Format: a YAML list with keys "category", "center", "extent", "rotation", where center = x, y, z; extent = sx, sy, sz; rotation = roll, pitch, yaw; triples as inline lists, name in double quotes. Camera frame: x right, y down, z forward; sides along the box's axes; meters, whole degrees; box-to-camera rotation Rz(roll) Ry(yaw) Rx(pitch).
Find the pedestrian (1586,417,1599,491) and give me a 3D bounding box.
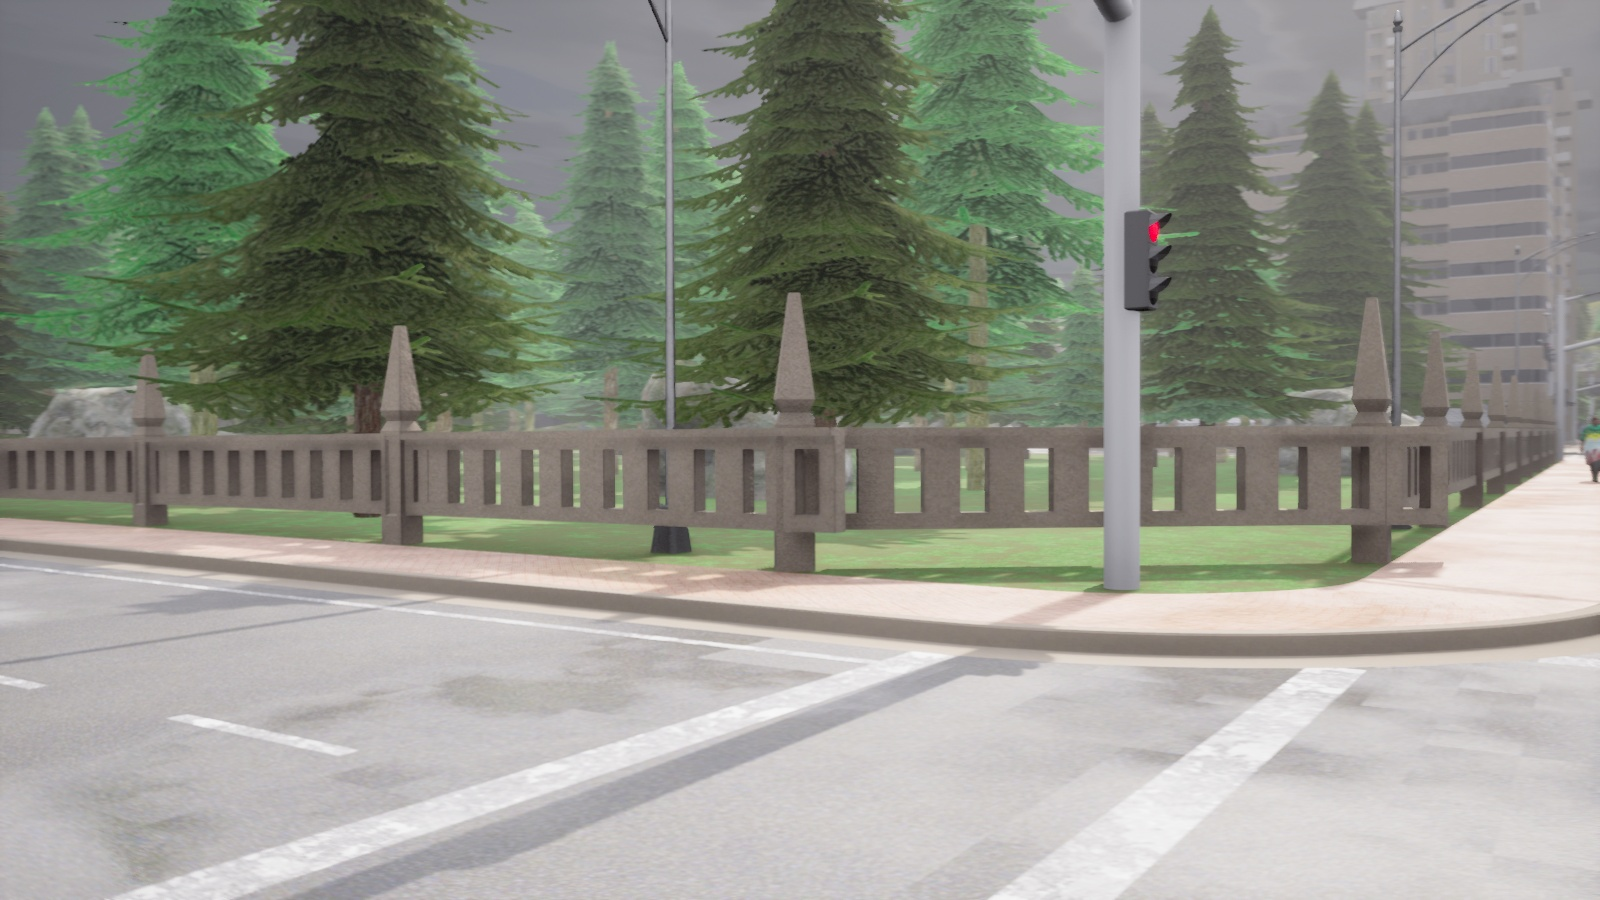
- category: "pedestrian"
  center: [21.540, 0.102, 33.781]
  extent: [0.659, 1.952, 0.873]
  rotation: [1, 1, 32]
